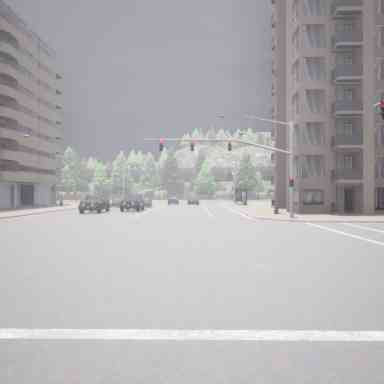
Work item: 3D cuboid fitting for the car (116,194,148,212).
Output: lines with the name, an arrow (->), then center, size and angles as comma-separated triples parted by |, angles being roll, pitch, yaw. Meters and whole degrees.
car -> -7.005, 1.221, 39.457 | 2.150, 2.045, 5.566 | 0, 0, 0

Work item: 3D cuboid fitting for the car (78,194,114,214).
car -> -10.514, 1.221, 36.253 | 2.150, 2.045, 5.566 | 0, 0, 0

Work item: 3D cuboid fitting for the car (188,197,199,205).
car -> 0.233, 1.564, 58.360 | 1.994, 1.385, 4.181 | 0, 0, 0

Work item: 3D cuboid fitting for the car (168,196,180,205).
car -> -3.363, 1.526, 60.018 | 1.812, 1.442, 4.674 | 0, 0, 0

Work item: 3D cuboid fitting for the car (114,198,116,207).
car -> -10.476, 1.526, 47.808 | 1.812, 1.442, 4.674 | 0, 0, 0

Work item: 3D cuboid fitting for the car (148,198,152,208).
car -> -6.969, 1.526, 48.986 | 1.812, 1.442, 4.674 | 0, 0, 0
